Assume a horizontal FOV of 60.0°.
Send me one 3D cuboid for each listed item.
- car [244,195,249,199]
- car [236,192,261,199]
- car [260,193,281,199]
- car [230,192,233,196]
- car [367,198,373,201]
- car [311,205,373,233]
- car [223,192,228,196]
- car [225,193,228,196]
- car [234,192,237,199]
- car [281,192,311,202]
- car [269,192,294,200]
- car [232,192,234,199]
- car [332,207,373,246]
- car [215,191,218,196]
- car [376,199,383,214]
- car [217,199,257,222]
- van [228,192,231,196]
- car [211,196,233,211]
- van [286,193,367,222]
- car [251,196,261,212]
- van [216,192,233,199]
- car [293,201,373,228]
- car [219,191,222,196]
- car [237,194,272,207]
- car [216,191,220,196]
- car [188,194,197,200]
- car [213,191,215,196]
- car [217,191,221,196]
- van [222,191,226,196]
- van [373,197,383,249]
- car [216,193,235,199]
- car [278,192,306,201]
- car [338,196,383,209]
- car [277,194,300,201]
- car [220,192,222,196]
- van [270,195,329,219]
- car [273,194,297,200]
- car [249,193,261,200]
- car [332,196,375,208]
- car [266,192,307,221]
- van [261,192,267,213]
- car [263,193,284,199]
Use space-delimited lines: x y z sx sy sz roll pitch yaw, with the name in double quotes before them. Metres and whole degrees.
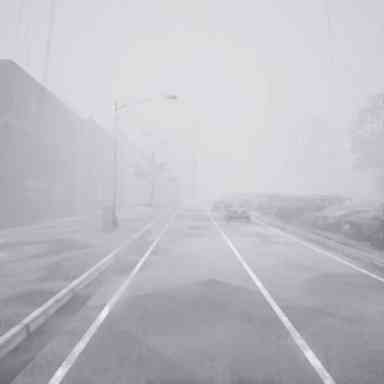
"car" 8.972 1.429 39.584 4.674 1.452 2.002 0 0 0
"car" 8.947 1.121 42.385 5.566 2.045 2.435 0 0 0
"car" 21.869 1.125 92.941 5.366 1.575 1.946 0 0 0
"car" 9.006 1.178 53.599 4.553 1.767 2.185 0 0 0
"car" 22.086 1.301 37.234 4.553 1.767 2.185 0 0 0
"car" 8.972 1.554 17.155 4.674 1.452 2.002 0 0 0
"car" 8.945 1.264 64.812 4.792 1.488 2.163 0 0 0
"car" 8.969 1.269 59.206 5.008 1.535 2.097 0 0 0
"car" 8.947 1.104 45.188 5.566 2.045 2.435 0 0 0
"car" 22.026 0.969 70.783 5.566 2.045 2.435 0 0 0
"car" 22.026 0.912 81.800 5.566 2.045 2.435 0 0 0
"car" 8.943 1.195 50.796 4.553 1.767 2.185 0 0 0
"car" 9.004 1.550 14.347 4.792 1.488 2.163 0 0 0
"car" 8.970 1.132 84.428 4.892 1.521 2.231 0 0 0
"car" 22.026 1.473 34.458 4.792 1.488 2.163 0 0 0
"car" 3.326 1.511 25.627 2.033 1.411 5.357 0 0 1
"van" 8.858 1.060 56.401 4.442 1.987 1.878 0 0 0
"car" 3.334 1.465 39.519 1.994 1.385 4.181 0 0 1
"van" 9.092 1.267 22.764 4.442 1.987 1.878 0 0 0
"car" 8.968 1.425 33.977 4.892 1.521 2.231 0 0 0
"van" 9.091 0.881 92.841 4.442 1.987 1.878 0 0 0
"car" 8.981 1.505 19.958 4.892 1.521 2.231 0 0 0
"car" 9.160 1.180 73.222 5.366 1.575 1.946 0 0 0
"car" 8.944 1.212 47.992 4.553 1.767 2.185 0 0 0
"car" 8.945 1.171 81.630 4.792 1.488 2.163 0 0 0
"car" 0.101 1.248 77.164 1.994 1.385 4.181 0 0 0
"car" 9.003 0.871 87.234 5.566 2.045 2.435 0 0 0
"car" 8.969 1.166 76.022 5.008 1.535 2.097 0 0 0
"van" 8.858 0.991 67.614 4.442 1.987 1.878 0 0 0
"van" 9.092 1.295 11.544 4.442 1.987 1.878 0 0 0
"car" 8.969 1.114 90.039 5.008 1.535 2.097 0 0 0
"car" 22.025 0.953 73.445 5.566 2.045 2.435 0 0 0
"car" 21.869 1.389 42.785 5.366 1.575 1.946 0 0 0
"car" 22.051 1.228 76.354 4.674 1.452 2.002 0 0 0
"car" 9.003 1.229 70.419 4.792 1.488 2.163 0 0 0
"van" 9.092 1.233 28.369 4.442 1.987 1.878 0 0 0
"car" 22.049 1.176 79.014 5.008 1.535 2.097 0 0 0
"car" 9.006 1.281 36.779 4.553 1.767 2.185 0 0 0
"car" 22.060 1.377 45.562 4.892 1.521 2.231 0 0 0
"car" 8.947 1.224 25.565 5.566 2.045 2.435 0 0 0
"van" 9.092 1.216 31.172 4.442 1.987 1.878 0 0 0
"car" 22.048 1.137 90.154 5.008 1.535 2.097 0 0 0
